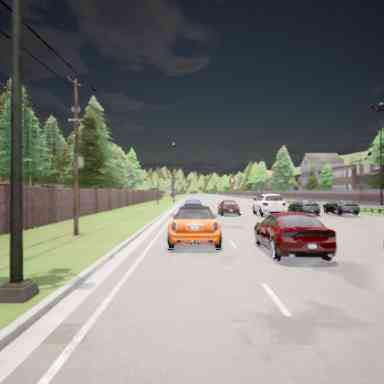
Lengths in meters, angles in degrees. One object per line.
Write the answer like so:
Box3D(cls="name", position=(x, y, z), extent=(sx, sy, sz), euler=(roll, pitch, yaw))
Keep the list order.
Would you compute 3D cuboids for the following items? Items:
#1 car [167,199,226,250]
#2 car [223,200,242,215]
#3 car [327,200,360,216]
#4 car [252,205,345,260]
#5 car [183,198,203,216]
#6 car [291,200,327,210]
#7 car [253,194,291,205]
Box3D(cls="car", position=(0.105, 1.348, 14.533), extent=(2.097, 1.767, 4.553), euler=(0, 0, 0))
Box3D(cls="car", position=(3.611, 1.517, 32.910), extent=(1.812, 1.442, 4.674), euler=(0, 0, 0))
Box3D(cls="car", position=(14.110, 1.483, 31.765), extent=(2.128, 1.511, 4.902), euler=(0, 0, 0))
Box3D(cls="car", position=(3.604, 1.474, 12.423), extent=(1.882, 1.535, 5.008), euler=(0, 0, 0))
Box3D(cls="car", position=(0.110, 1.469, 33.428), extent=(1.882, 1.535, 5.008), euler=(0, 0, 0))
Box3D(cls="car", position=(10.611, 1.483, 31.770), extent=(2.128, 1.511, 4.902), euler=(0, 0, 0))
Box3D(cls="car", position=(7.110, 1.213, 31.073), extent=(2.150, 2.045, 5.566), euler=(0, 0, 0))
